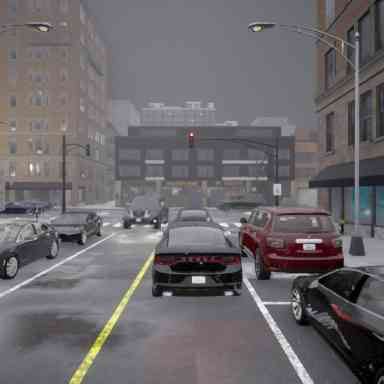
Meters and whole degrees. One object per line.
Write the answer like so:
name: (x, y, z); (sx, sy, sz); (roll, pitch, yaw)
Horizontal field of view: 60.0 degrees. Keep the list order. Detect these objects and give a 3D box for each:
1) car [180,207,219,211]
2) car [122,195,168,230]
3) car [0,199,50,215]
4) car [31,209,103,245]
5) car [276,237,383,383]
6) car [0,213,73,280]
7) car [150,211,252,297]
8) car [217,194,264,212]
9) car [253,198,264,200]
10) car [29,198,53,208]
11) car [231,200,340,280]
car: (0.062, 1.504, 16.162); (1.837, 1.490, 4.892); (0, 0, 0)
car: (-2.867, 1.219, 21.504); (2.150, 2.045, 5.566); (0, 0, 3)
car: (-16.201, 1.529, 30.979); (4.718, 1.301, 1.895); (0, 0, 0)
car: (-5.406, 1.565, 15.493); (1.947, 1.339, 4.313); (0, 0, 0)
car: (2.631, 1.566, 4.178); (1.947, 1.339, 4.313); (0, 0, 0)
car: (-5.400, 1.550, 9.831); (2.008, 1.369, 4.403); (0, 0, 0)
car: (0.064, 1.477, 8.646); (1.882, 1.535, 5.008); (0, 0, -1)
car: (5.572, 1.256, 37.806); (5.566, 2.045, 2.150); (0, 0, 0)
car: (9.379, 1.600, 34.393); (5.357, 1.411, 2.033); (0, 0, -3)
car: (-18.248, 1.444, 37.683); (4.674, 1.442, 1.812); (0, 0, 0)
car: (2.625, 1.314, 9.840); (2.192, 1.841, 5.009); (0, 0, 0)
